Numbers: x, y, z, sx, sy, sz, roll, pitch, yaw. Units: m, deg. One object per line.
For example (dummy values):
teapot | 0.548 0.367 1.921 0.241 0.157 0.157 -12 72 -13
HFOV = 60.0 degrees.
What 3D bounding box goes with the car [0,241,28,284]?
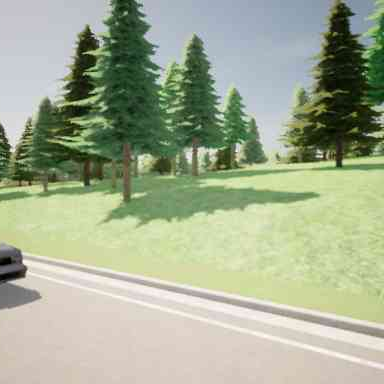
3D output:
car | -6.304 1.566 8.444 5.357 1.411 2.033 0 0 36
